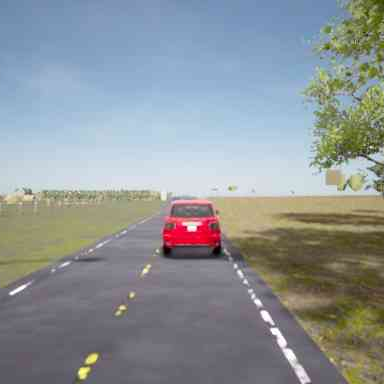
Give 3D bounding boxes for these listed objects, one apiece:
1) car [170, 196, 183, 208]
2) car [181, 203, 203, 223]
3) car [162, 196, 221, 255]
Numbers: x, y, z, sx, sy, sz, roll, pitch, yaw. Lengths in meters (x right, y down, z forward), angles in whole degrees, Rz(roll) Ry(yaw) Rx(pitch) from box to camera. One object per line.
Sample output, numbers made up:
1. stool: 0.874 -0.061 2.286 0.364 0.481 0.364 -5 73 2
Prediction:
1. car: -2.760 1.757 59.717 2.150 2.045 5.566 0 -1 0
2. car: 0.000 1.787 29.331 1.837 1.490 4.892 0 0 0
3. car: -0.001 1.352 14.035 2.150 2.045 5.566 0 0 0
